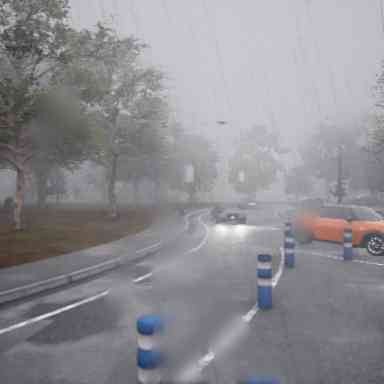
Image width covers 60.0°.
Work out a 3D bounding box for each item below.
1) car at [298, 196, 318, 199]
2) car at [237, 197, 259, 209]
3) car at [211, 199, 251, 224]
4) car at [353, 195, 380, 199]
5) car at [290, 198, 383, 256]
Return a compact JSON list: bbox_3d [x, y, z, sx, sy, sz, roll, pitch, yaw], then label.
[{"bbox_3d":[14.667,1.198,42.334,4.674,1.442,1.812,-1,0,-29],"label":"car"},{"bbox_3d":[6.059,1.291,38.779,2.033,1.411,5.357,0,1,34],"label":"car"},{"bbox_3d":[2.511,1.451,23.585,1.994,1.385,4.181,0,0,-4],"label":"car"},{"bbox_3d":[24.855,1.098,48.350,4.674,1.442,1.812,0,0,1],"label":"car"},{"bbox_3d":[6.383,1.305,13.119,2.097,1.767,4.553,-1,1,-32],"label":"car"}]
